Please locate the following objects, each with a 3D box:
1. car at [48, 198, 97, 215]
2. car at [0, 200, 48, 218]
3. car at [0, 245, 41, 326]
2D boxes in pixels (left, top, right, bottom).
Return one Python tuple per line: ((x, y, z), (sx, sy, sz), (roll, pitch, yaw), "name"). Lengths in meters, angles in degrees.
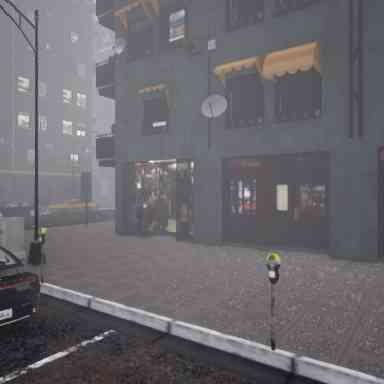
((-11.019, 1.250, 30.514), (1.752, 1.417, 4.829), (1, 1, 35), "car")
((-14.103, 1.350, 26.086), (2.008, 1.369, 4.403), (1, 1, 35), "car")
((-4.519, 1.551, 6.086), (4.403, 1.369, 2.008), (0, 0, 35), "car")
